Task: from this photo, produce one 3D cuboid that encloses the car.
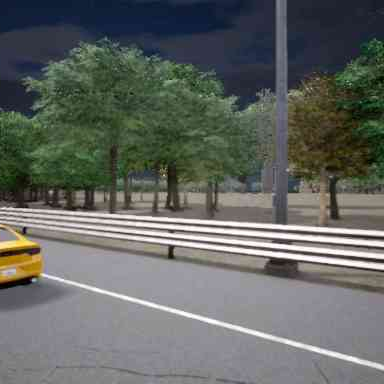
[{"bbox_3d":[-5.690,1.483,8.255,5.008,1.535,1.882,0,0,37],"label":"car"}]
